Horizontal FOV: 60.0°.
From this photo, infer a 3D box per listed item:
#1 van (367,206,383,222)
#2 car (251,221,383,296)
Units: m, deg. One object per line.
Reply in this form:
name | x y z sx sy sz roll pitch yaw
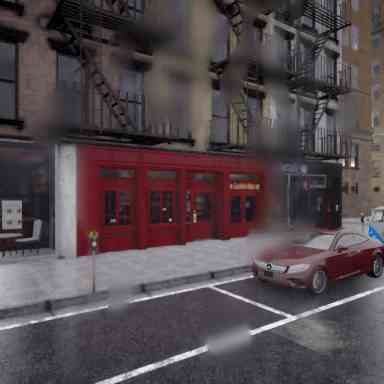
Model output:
van | 7.814 1.341 11.720 3.998 1.788 1.690 0 0 -35
car | 3.403 1.582 8.595 4.206 1.307 1.802 0 0 -35
